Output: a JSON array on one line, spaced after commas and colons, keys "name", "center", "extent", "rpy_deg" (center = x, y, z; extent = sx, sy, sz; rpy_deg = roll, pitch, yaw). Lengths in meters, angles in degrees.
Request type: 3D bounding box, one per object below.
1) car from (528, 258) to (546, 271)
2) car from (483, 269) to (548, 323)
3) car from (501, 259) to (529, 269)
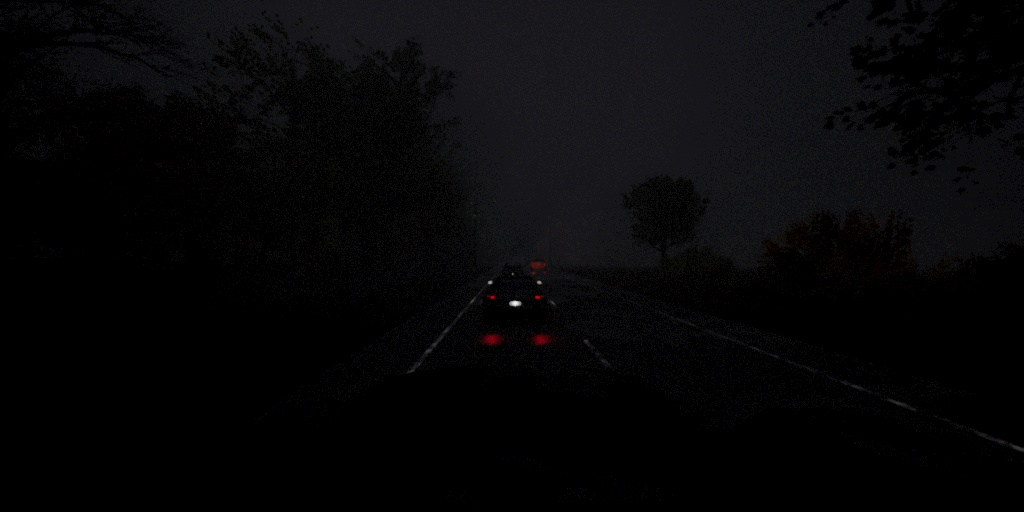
[{"name": "car", "center": [3.572, 1.132, 50.399], "extent": [2.097, 1.767, 4.553], "rpy_deg": [0, 0, 0]}, {"name": "car", "center": [0.093, 1.320, 12.192], "extent": [1.994, 1.385, 4.181], "rpy_deg": [0, 0, 0]}, {"name": "car", "center": [0.083, 1.259, 31.452], "extent": [2.128, 1.511, 4.902], "rpy_deg": [0, 0, 0]}]
